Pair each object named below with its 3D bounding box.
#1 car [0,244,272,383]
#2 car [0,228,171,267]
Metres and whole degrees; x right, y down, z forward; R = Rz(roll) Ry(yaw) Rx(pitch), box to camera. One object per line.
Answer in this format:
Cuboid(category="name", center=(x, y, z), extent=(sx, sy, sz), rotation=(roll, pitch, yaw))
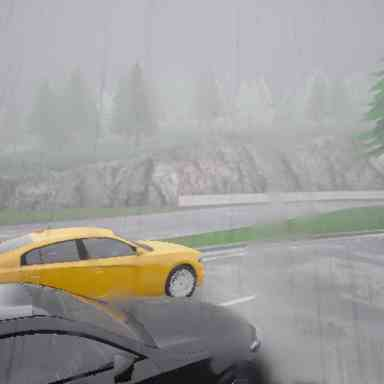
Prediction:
Cuboid(category="car", center=(-1.423, 1.520, 2.670), extent=(4.674, 1.442, 1.812), rotation=(-1, 1, -35))
Cuboid(category="car", center=(-2.052, 1.438, 6.465), extent=(5.008, 1.535, 1.882), rotation=(-1, 1, -34))
